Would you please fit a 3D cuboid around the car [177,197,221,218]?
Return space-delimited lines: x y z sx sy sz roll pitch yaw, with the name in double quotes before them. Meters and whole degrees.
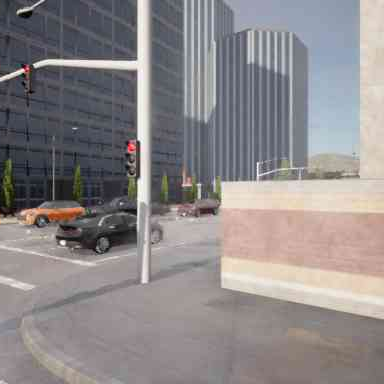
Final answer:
"car" 0.595 1.407 31.473 2.097 1.767 4.553 0 0 36

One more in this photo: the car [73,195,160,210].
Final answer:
"car" -5.132 1.277 23.502 2.150 2.045 5.566 0 0 36

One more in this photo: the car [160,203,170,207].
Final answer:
"car" -4.164 1.603 30.851 2.033 1.411 5.357 0 0 36

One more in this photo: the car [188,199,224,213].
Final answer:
"car" 1.760 1.560 39.082 1.837 1.490 4.892 0 0 36

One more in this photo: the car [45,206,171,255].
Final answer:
"car" -3.197 1.561 13.851 1.837 1.490 4.892 0 0 36

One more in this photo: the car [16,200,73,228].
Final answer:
"car" -9.688 1.407 23.155 2.097 1.767 4.553 0 0 36
